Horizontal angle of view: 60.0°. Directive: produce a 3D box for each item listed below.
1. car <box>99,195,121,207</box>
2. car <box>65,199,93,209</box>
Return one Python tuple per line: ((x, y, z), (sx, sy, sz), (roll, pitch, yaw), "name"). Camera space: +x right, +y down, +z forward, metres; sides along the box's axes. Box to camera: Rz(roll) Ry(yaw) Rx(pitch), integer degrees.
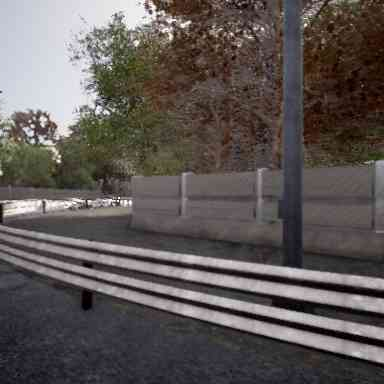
((-14.660, 1.515, 59.380), (2.150, 2.045, 5.566), (0, 0, 11), "car")
((-16.680, 1.772, 49.243), (2.033, 1.411, 5.357), (0, 0, 11), "car")
